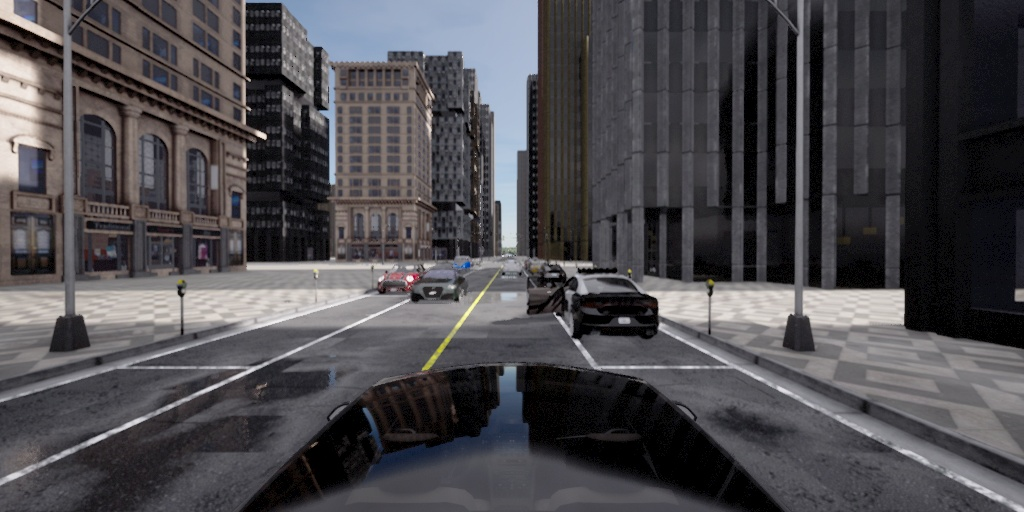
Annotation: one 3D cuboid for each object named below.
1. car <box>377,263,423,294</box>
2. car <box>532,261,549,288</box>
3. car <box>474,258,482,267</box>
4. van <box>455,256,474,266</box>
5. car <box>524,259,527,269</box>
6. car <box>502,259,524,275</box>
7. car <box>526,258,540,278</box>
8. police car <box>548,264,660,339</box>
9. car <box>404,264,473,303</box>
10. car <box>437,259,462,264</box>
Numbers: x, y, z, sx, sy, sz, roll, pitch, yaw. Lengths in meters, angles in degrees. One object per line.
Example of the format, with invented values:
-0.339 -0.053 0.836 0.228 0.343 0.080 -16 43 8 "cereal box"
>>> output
-5.793 1.119 19.525 1.967 1.591 4.097 0 0 0 "car"
2.723 1.221 25.182 1.948 1.339 4.313 0 0 0 "car"
-5.860 1.049 59.012 2.007 1.370 4.403 0 0 0 "car"
-5.831 0.921 42.089 1.690 1.789 3.998 0 0 0 "van"
2.694 1.130 42.105 2.007 1.370 4.403 0 0 0 "car"
-0.004 1.134 36.010 1.812 1.442 4.674 0 0 0 "car"
2.703 1.131 36.634 1.751 1.417 4.829 0 0 0 "car"
2.352 1.142 10.103 1.930 1.638 5.238 0 0 0 "police car"
-3.124 1.257 16.121 1.994 1.385 4.181 0 0 0 "car"
-5.812 1.197 30.808 1.948 1.339 4.313 0 0 0 "car"
